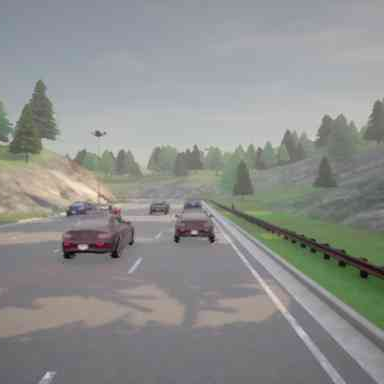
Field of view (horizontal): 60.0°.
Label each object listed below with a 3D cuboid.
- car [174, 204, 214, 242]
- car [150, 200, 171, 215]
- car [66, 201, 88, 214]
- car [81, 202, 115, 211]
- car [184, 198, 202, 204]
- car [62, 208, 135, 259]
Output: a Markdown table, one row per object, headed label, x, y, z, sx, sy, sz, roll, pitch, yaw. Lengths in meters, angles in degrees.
| label | x | y | z | sx | sy | sz | roll | pitch | yaw |
| --- | --- | --- | --- | --- | --- | --- | --- | --- | --- |
| car | 0.110 | 1.564 | 16.656 | 1.812 | 1.442 | 4.674 | 0 | 0 | 0 |
| car | -3.389 | 1.573 | 35.634 | 2.128 | 1.511 | 4.902 | 0 | 0 | 0 |
| car | -10.388 | 1.601 | 31.503 | 1.812 | 1.442 | 4.674 | 0 | 0 | 0 |
| car | -6.894 | 1.663 | 26.356 | 1.895 | 1.301 | 4.718 | 0 | 0 | 0 |
| car | 0.114 | 1.443 | 39.427 | 2.097 | 1.767 | 4.553 | 0 | 0 | 0 |
| car | -3.395 | 1.556 | 12.669 | 1.812 | 1.442 | 4.674 | 0 | 0 | 0 |
